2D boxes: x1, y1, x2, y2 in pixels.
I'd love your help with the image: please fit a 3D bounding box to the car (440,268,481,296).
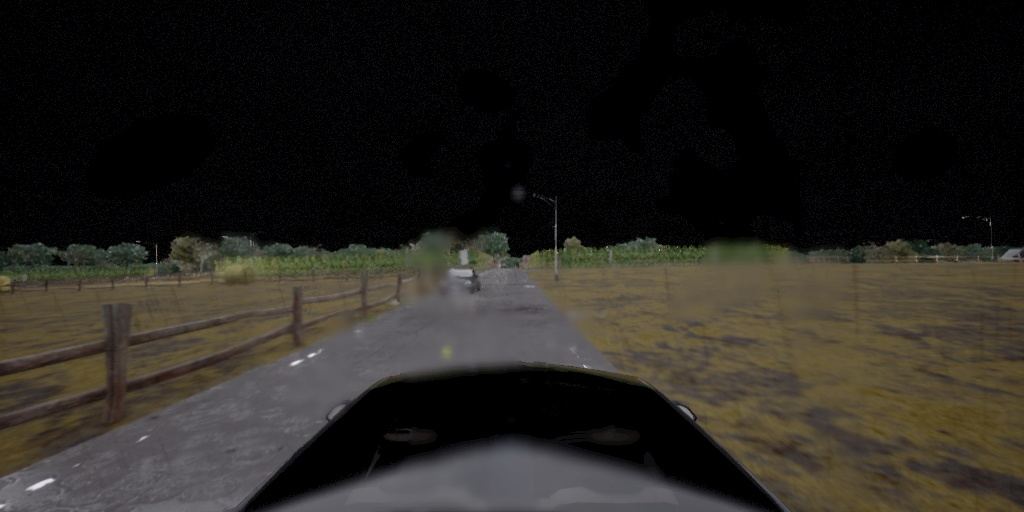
[{"bbox_3d":[-2.842,1.418,20.608,1.812,1.442,4.674,0,0,0],"label":"car"}]
